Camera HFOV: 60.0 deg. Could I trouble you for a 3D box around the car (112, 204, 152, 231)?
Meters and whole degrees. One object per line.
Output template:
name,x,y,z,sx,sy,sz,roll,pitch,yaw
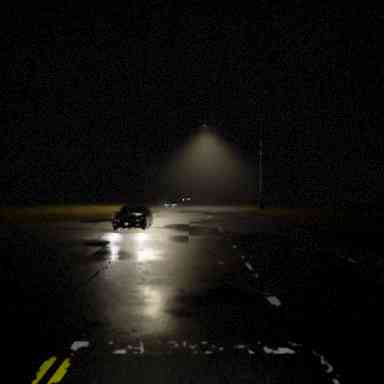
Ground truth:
car,-3.538,1.502,20.384,1.837,1.490,4.892,0,-1,0

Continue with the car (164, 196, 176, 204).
car,-3.813,1.375,58.606,2.033,1.411,5.357,0,0,0
